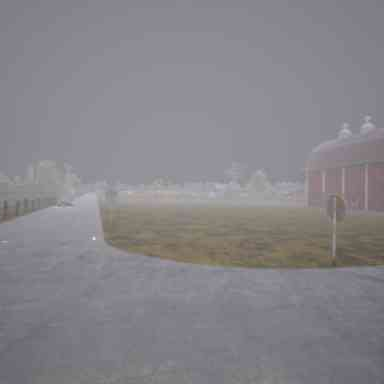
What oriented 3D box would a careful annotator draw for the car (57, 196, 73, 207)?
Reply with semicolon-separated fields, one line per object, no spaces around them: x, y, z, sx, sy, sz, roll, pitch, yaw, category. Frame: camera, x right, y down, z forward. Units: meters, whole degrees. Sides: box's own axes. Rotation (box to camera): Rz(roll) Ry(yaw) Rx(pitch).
-18.328;1.376;48.279;1.837;1.490;4.892;1;-1;-16;car
